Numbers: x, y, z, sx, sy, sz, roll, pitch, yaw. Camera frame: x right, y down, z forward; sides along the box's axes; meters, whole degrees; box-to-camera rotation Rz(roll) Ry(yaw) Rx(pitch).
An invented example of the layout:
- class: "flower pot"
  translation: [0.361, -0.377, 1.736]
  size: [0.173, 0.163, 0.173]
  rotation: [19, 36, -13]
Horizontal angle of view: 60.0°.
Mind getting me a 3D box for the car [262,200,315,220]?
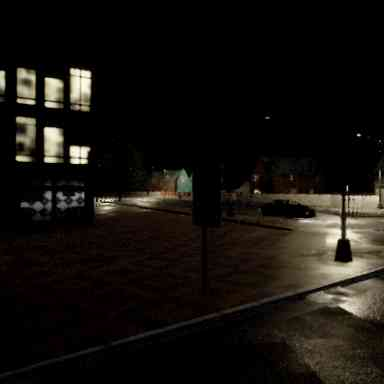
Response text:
- class: "car"
  translation: [7.157, 1.276, 25.031]
  size: [1.994, 1.385, 4.181]
  rotation: [0, 0, -28]
